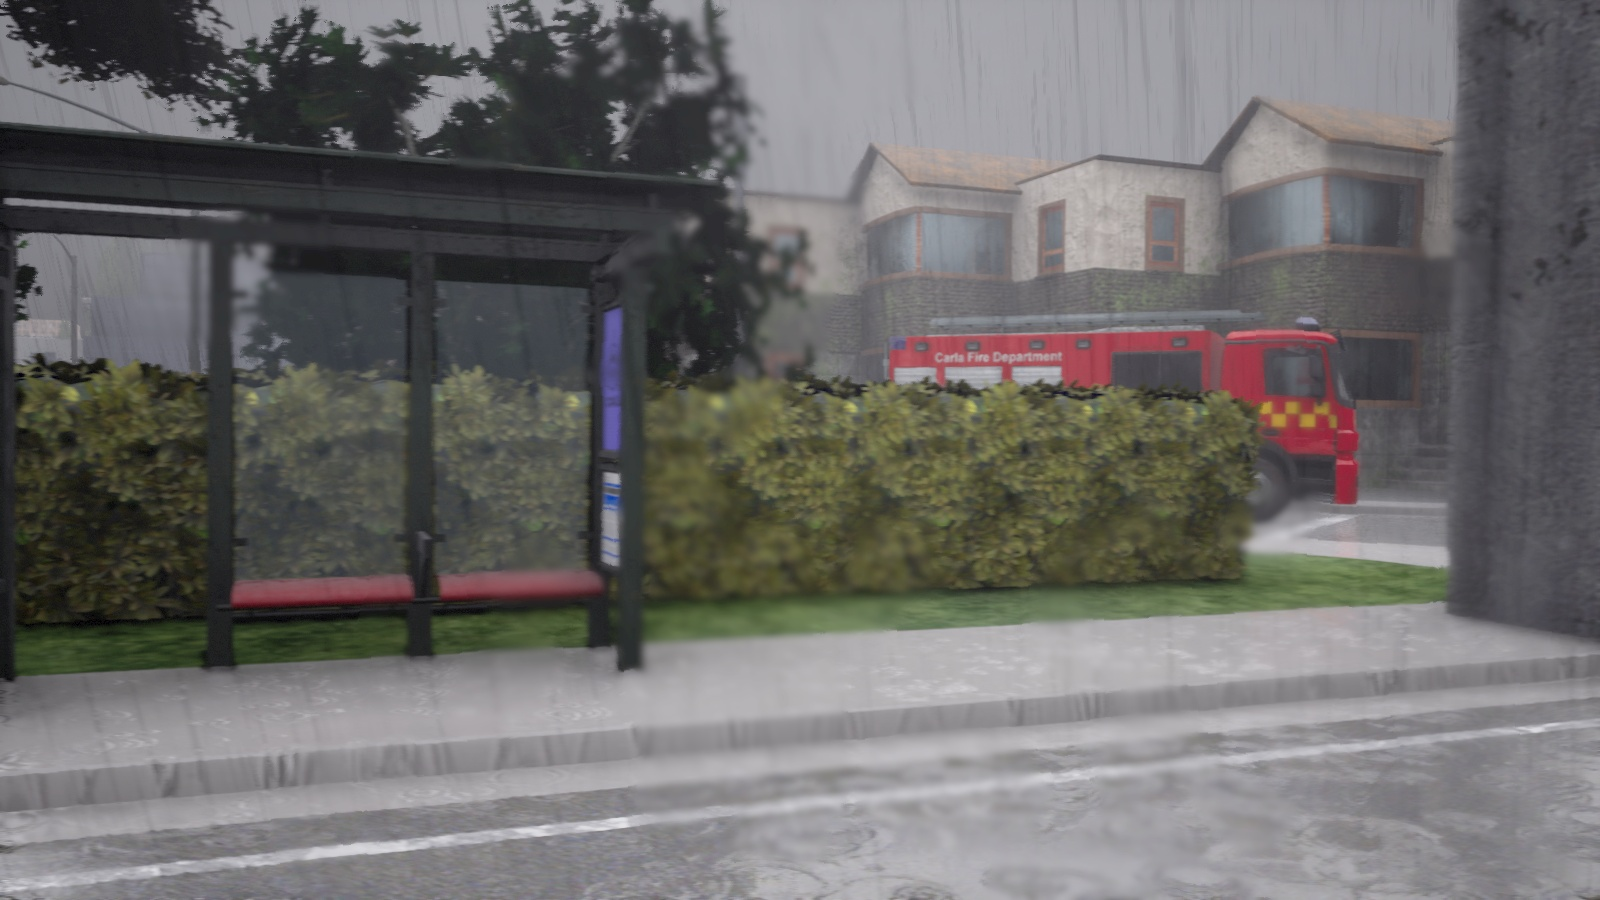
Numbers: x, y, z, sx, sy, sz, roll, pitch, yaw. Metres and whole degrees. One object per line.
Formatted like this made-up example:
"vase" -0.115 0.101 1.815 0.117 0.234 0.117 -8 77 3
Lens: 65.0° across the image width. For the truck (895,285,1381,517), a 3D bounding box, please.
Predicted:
"truck" 6.297 -0.822 23.768 8.468 3.827 2.891 0 1 24
